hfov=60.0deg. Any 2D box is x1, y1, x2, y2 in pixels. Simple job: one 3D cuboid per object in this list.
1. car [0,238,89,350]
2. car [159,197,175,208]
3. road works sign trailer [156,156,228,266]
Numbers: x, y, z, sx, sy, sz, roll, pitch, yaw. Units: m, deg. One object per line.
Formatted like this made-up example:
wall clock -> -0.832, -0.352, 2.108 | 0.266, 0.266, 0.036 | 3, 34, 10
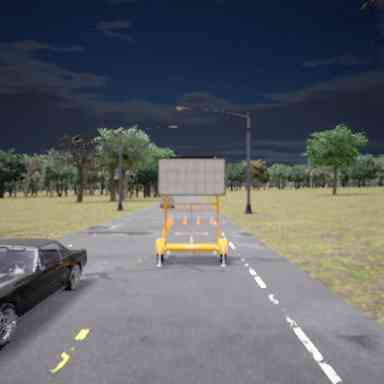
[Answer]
car -> -3.606, 1.643, 6.384 | 1.895, 1.301, 4.718 | 0, 0, 0
car -> -3.628, 1.480, 49.233 | 2.097, 1.767, 4.553 | 0, 0, 0
road works sign trailer -> -0.012, 0.533, 11.761 | 2.380, 3.560, 2.880 | 0, 0, 0
